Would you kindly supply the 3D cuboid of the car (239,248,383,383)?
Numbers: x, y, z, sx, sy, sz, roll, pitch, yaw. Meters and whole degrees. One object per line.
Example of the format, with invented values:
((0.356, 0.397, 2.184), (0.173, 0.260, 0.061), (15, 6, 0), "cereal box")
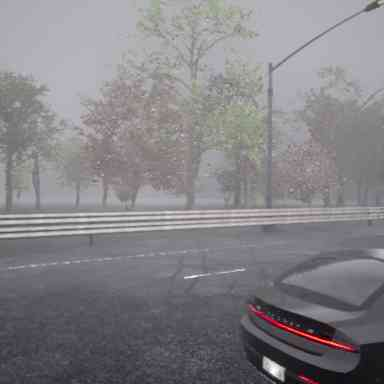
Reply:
((2.903, 1.556, 4.602), (4.892, 1.490, 1.837), (1, 0, -31), "car")
